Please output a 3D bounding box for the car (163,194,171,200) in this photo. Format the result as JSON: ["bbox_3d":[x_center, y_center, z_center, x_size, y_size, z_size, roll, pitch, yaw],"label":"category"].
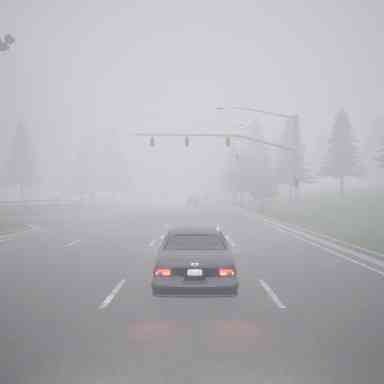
[{"bbox_3d":[-6.914,1.385,93.823,1.994,1.385,4.181,0,0,0],"label":"car"}]

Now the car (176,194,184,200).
[{"bbox_3d":[-3.414,1.357,93.820,2.128,1.511,4.902,0,0,0],"label":"car"}]

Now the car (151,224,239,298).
[{"bbox_3d":[0.074,1.547,8.714,2.033,1.411,5.357,0,0,0],"label":"car"}]

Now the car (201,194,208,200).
[{"bbox_3d":[3.586,1.310,93.813,1.882,1.535,5.008,0,0,0],"label":"car"}]

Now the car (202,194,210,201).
[{"bbox_3d":[3.576,1.492,83.393,1.837,1.490,4.892,0,0,0],"label":"car"}]

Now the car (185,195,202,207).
[{"bbox_3d":[0.046,1.352,52.754,2.097,1.767,4.553,0,0,0],"label":"car"}]

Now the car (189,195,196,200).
[{"bbox_3d":[0.086,1.540,94.230,2.033,1.411,5.357,0,0,0],"label":"car"}]

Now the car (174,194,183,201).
[{"bbox_3d":[-3.423,1.517,83.816,1.812,1.442,4.674,0,0,0],"label":"car"}]

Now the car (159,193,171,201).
[{"bbox_3d":[-6.924,1.217,83.433,2.150,2.045,5.566,0,0,0],"label":"car"}]
